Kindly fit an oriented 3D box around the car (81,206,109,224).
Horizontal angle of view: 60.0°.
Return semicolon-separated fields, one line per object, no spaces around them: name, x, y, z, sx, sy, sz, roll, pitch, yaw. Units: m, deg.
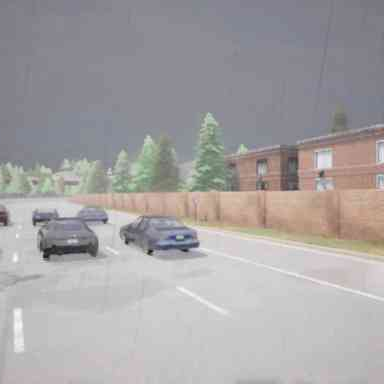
car;-8.200;1.840;27.347;2.033;1.411;5.357;0;-1;-26

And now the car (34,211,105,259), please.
car;-5.069;1.707;13.396;1.994;1.385;4.181;0;-1;-27

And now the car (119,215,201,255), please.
car;-1.588;1.704;14.263;2.033;1.411;5.357;0;-1;-27

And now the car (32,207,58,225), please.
car;-11.653;1.879;26.444;1.895;1.301;4.718;0;-1;-26

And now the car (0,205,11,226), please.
car;-15.227;1.744;25.795;1.882;1.535;5.008;0;0;-26
